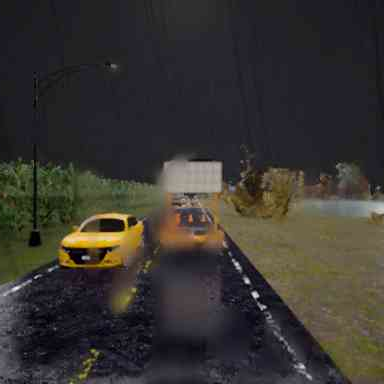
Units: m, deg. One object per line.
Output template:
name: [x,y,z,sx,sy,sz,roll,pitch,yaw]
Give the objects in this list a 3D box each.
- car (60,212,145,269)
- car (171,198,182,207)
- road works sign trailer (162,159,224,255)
car: [-2.822,1.493,11.384,1.882,1.535,5.008,0,0,0]
car: [-2.666,1.679,55.022,2.033,1.411,5.357,0,0,1]
road works sign trailer: [0.035,0.483,13.383,2.380,3.560,2.880,0,0,0]
